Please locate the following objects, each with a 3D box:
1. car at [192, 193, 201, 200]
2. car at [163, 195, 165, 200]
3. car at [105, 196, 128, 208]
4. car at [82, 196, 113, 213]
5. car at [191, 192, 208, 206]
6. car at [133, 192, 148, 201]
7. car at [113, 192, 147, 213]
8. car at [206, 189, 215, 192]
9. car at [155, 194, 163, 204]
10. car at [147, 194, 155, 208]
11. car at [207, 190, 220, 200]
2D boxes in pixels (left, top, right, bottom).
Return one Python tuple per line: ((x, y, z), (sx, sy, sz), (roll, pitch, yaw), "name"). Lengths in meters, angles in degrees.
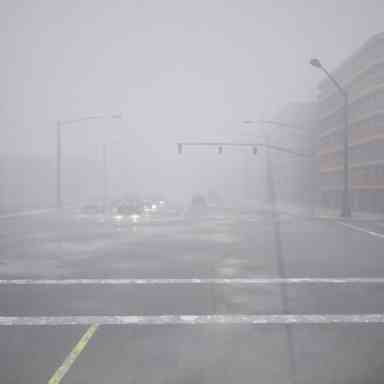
((0.890, 0.869, 70.706), (1.895, 1.301, 4.718), (0, 1, 0), "car")
((-6.208, 1.012, 62.756), (1.895, 1.301, 4.718), (0, 1, 1), "car")
((-9.808, 1.314, 43.449), (1.994, 1.385, 4.181), (0, 1, 0), "car")
((-9.833, 1.225, 34.806), (2.097, 1.767, 4.553), (0, 1, 0), "car")
((0.903, 1.161, 47.353), (1.882, 1.535, 5.008), (0, 1, 0), "car")
((-9.702, 0.896, 63.144), (2.128, 1.511, 4.902), (0, 1, 1), "car")
((-6.335, 1.226, 34.463), (2.097, 1.767, 4.553), (0, 1, 0), "car")
((4.387, 0.425, 75.867), (2.150, 2.045, 5.566), (0, 1, 0), "car")
((-6.276, 1.080, 52.627), (2.128, 1.511, 4.902), (0, 1, 0), "car")
((-6.309, 1.277, 43.346), (1.812, 1.442, 4.674), (0, 1, 0), "car")
((4.457, 0.919, 65.884), (1.994, 1.385, 4.181), (0, 1, 0), "car")
